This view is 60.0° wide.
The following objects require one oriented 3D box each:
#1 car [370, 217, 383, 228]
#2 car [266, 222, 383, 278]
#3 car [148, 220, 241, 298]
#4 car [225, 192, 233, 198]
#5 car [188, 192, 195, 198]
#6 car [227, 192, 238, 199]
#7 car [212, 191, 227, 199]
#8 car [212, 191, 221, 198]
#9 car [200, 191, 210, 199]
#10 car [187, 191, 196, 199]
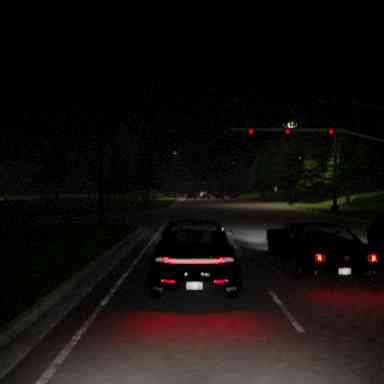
[{"bbox_3d":[7.056,1.168,9.035,2.150,2.045,5.566,0,0,0],"label":"car"},{"bbox_3d":[3.561,1.542,9.940,1.895,1.301,4.718,0,0,0],"label":"car"},{"bbox_3d":[0.055,1.442,8.342,2.128,1.511,4.902,0,0,0],"label":"car"},{"bbox_3d":[10.326,0.791,92.639,1.837,1.490,4.892,0,0,0],"label":"car"},{"bbox_3d":[-0.174,0.769,92.619,1.882,1.535,5.008,0,0,0],"label":"car"},{"bbox_3d":[10.345,1.033,82.637,1.812,1.442,4.674,0,0,0],"label":"car"},{"bbox_3d":[6.846,1.051,82.214,2.033,1.411,5.357,0,0,0],"label":"car"},{"bbox_3d":[6.826,0.646,92.601,2.097,1.767,4.553,0,0,0],"label":"car"},{"bbox_3d":[3.345,1.062,82.624,1.994,1.385,4.181,0,0,0],"label":"car"},{"bbox_3d":[-0.154,0.736,82.229,2.150,2.045,5.566,0,0,0],"label":"car"}]
